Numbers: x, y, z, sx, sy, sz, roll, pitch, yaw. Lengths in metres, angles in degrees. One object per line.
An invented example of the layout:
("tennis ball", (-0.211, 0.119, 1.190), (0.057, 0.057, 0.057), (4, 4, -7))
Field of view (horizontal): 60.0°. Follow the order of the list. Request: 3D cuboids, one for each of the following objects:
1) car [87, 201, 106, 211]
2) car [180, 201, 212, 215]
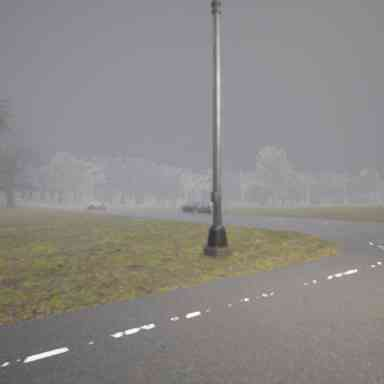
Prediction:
("car", (-14.687, 2.182, 50.946), (1.812, 1.442, 4.674), (2, -2, -35))
("car", (0.413, 1.904, 41.882), (2.097, 1.767, 4.553), (2, -2, -36))
